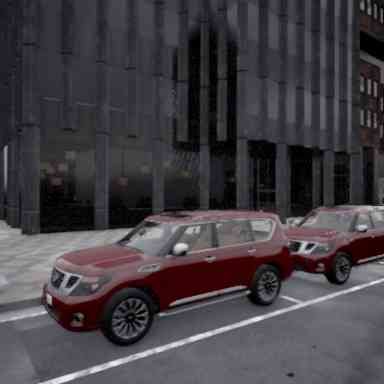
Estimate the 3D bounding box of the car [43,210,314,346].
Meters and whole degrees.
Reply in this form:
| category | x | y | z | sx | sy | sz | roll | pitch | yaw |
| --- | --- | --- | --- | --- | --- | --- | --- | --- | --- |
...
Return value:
| category | x | y | z | sx | sy | sz | roll | pitch | yaw |
| --- | --- | --- | --- | --- | --- | --- | --- | --- | --- |
| car | -0.130 | 1.330 | 6.554 | 5.009 | 1.841 | 2.192 | 0 | 0 | -36 |

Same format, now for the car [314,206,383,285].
| category | x | y | z | sx | sy | sz | roll | pitch | yaw |
| --- | --- | --- | --- | --- | --- | --- | --- | --- | --- |
| car | 4.436 | 1.354 | 9.812 | 5.009 | 1.841 | 2.192 | 0 | 0 | -36 |
